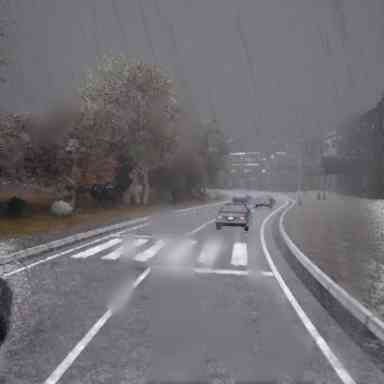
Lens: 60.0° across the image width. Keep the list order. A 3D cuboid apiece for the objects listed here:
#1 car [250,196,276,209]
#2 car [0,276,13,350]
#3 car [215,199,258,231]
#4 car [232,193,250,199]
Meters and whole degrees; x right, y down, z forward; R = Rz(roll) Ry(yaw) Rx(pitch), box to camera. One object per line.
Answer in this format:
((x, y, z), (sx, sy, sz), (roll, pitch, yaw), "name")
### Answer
((8.486, 1.118, 38.388), (2.033, 1.411, 5.357), (2, 2, 20), "car")
((-3.392, 1.477, 2.521), (1.837, 1.490, 4.892), (0, 0, 3), "car")
((2.596, 1.391, 19.832), (2.033, 1.411, 5.357), (1, 1, 13), "car")
((6.654, 0.860, 44.382), (1.882, 1.535, 5.008), (2, 2, 19), "car")
